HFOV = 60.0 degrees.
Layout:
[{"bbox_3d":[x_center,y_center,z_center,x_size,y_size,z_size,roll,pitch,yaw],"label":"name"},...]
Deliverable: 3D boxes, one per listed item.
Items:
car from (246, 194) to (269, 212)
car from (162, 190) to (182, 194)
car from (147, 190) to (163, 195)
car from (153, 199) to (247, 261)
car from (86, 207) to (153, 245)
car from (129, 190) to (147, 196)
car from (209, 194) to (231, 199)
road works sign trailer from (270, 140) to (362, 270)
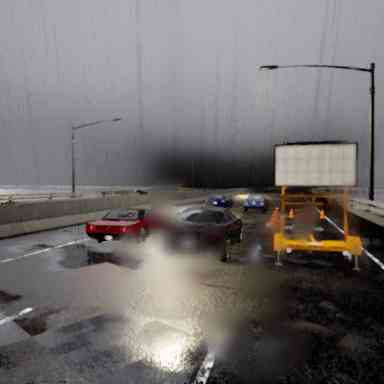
[{"bbox_3d":[5.712,0.911,29.265,2.033,1.411,5.357,0,1,16],"label":"car"},{"bbox_3d":[-2.468,0.477,51.574,1.895,1.301,4.718,0,1,17],"label":"car"},{"bbox_3d":[-5.147,0.331,54.766,1.812,1.442,4.674,0,1,17],"label":"car"},{"bbox_3d":[0.565,1.226,11.463,1.882,1.535,5.008,0,1,16],"label":"car"},{"bbox_3d":[-2.351,1.294,14.000,1.895,1.301,4.718,0,1,16],"label":"car"},{"bbox_3d":[-8.732,0.326,55.000,1.812,1.442,4.674,0,1,17],"label":"car"},{"bbox_3d":[2.590,0.888,31.047,1.994,1.385,4.181,0,1,16],"label":"car"},{"bbox_3d":[3.785,0.238,10.365,2.380,3.560,2.880,0,1,16],"label":"road works sign trailer"}]
